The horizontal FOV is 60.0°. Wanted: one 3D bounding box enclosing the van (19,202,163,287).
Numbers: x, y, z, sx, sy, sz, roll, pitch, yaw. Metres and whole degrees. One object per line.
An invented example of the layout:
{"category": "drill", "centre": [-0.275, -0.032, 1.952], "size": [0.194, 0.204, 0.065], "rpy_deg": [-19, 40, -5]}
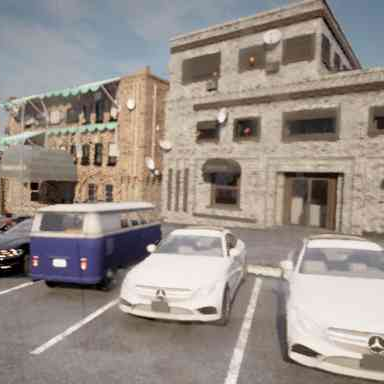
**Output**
{"category": "van", "centre": [-2.240, 1.281, 9.174], "size": [1.878, 1.987, 4.442], "rpy_deg": [0, -1, 15]}

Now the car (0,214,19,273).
{"category": "car", "centre": [-4.660, 1.526, 10.761], "size": [2.097, 1.535, 5.008], "rpy_deg": [0, -1, 15]}

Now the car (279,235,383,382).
{"category": "car", "centre": [2.522, 1.518, 5.660], "size": [2.002, 1.452, 4.674], "rpy_deg": [0, -1, 15]}

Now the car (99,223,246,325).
{"category": "car", "centre": [0.126, 1.529, 7.362], "size": [2.002, 1.452, 4.674], "rpy_deg": [0, -1, 15]}
